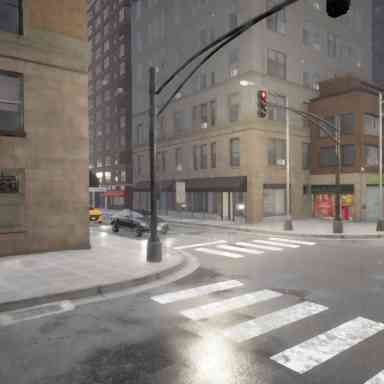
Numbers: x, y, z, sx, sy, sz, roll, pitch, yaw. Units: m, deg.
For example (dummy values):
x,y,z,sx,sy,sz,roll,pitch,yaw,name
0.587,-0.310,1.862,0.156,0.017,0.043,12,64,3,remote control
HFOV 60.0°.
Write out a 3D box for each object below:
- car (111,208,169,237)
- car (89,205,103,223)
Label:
x,y,z,sx,sy,sz,roll,pitch,yaw,name
-3.200,1.696,19.494,1.812,1.442,4.674,-1,0,-38,car
-8.919,1.732,26.995,1.882,1.535,5.008,-1,0,-37,car
